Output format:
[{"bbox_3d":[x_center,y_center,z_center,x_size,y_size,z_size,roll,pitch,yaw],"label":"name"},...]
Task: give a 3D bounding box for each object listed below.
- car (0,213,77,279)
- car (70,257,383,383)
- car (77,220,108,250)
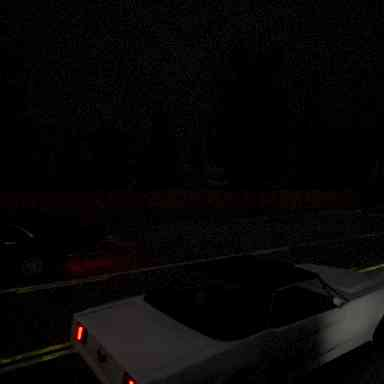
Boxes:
[{"bbox_3d":[-5.772,1.505,8.473,4.892,1.490,1.837,0,0,-35],"label":"car"},{"bbox_3d":[1.016,1.585,4.472,4.718,1.301,1.895,0,0,-36],"label":"car"},{"bbox_3d":[-6.009,1.538,12.605,5.357,1.411,2.033,0,0,-36],"label":"car"}]
